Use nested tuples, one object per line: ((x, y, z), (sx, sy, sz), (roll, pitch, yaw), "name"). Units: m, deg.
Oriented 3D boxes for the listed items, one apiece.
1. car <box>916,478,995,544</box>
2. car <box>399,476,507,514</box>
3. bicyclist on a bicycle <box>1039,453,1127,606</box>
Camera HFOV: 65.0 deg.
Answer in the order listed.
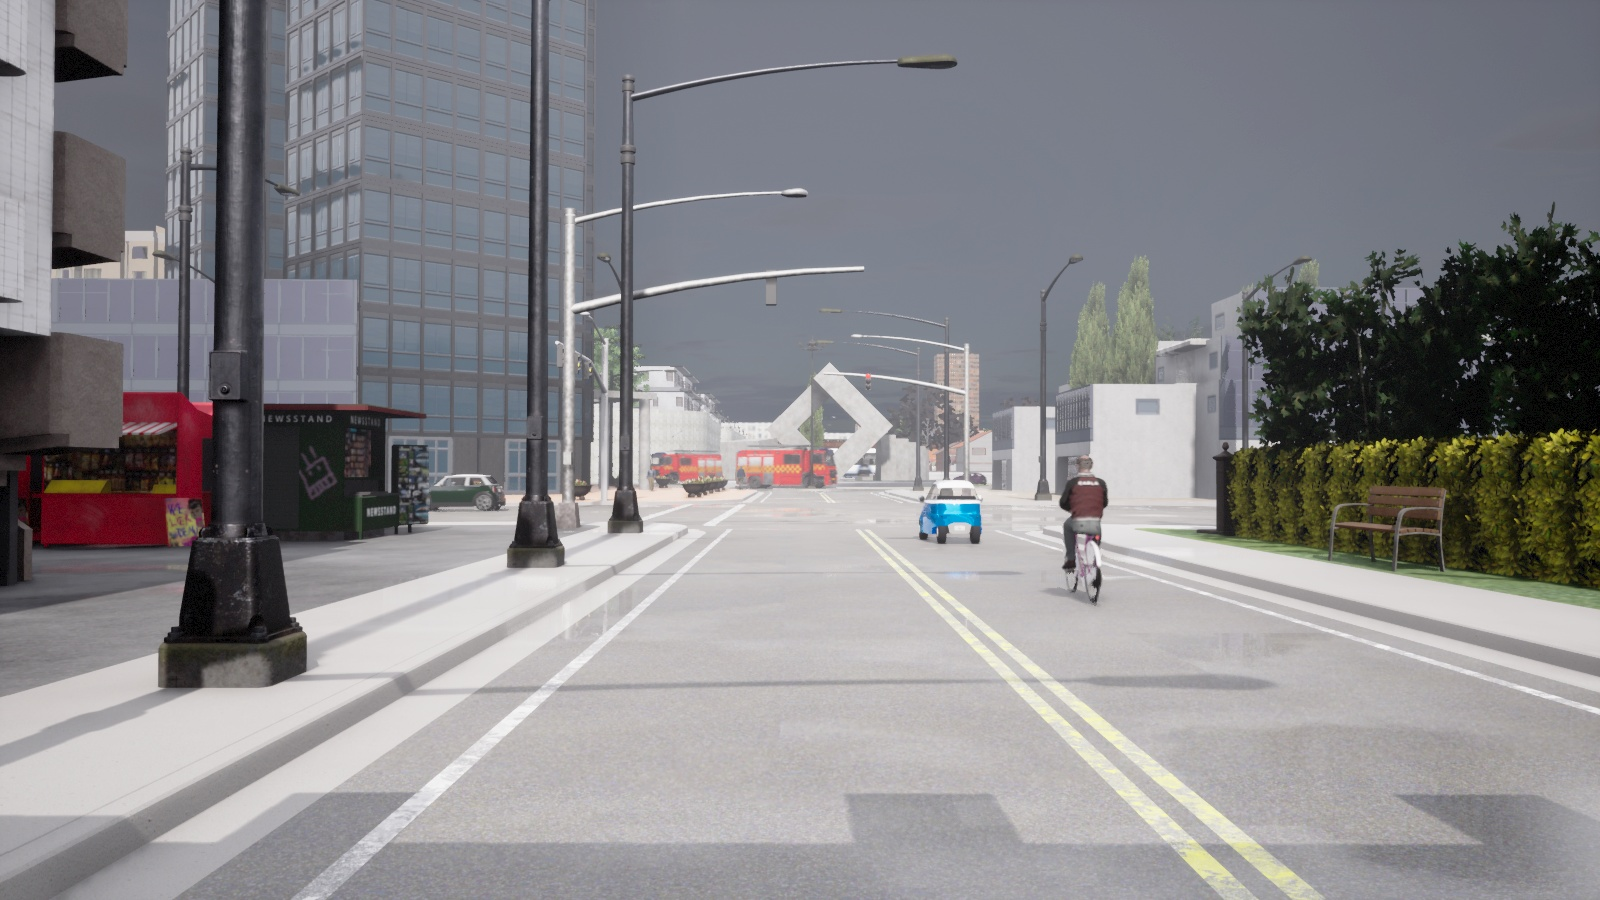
((3.429, 1.324, 27.981), (1.481, 1.376, 2.207), (0, -1, 0), "car")
((-14.018, 1.811, 50.857), (3.806, 1.475, 1.970), (-1, -1, -1), "car")
((3.460, 0.931, 15.496), (0.659, 1.776, 1.843), (0, -1, 0), "bicyclist on a bicycle")
